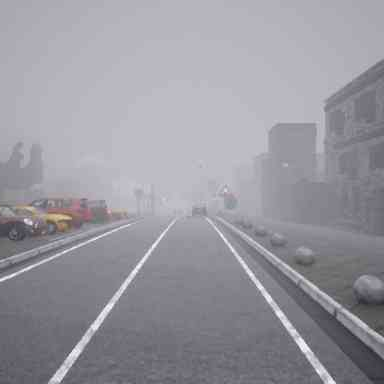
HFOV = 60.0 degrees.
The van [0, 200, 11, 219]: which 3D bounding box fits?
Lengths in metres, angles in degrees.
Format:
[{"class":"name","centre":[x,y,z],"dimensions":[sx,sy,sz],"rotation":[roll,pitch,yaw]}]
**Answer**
[{"class":"van","centre":[-21.704,1.843,34.892],"dimensions":[4.442,1.987,1.878],"rotation":[0,-2,0]}]

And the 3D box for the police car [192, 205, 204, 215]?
[{"class":"police car","centre":[1.030,3.021,55.655],"dimensions":[1.930,1.638,5.238],"rotation":[0,-3,0]}]

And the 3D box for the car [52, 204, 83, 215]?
[{"class":"car","centre":[-21.940,3.081,58.827],"dimensions":[4.553,1.767,2.185],"rotation":[0,-3,0]}]

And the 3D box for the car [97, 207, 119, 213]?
[{"class":"car","centre":[-21.782,4.685,86.393],"dimensions":[4.892,1.521,2.231],"rotation":[0,-3,0]}]

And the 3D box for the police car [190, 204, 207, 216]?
[{"class":"police car","centre":[1.002,2.492,45.660],"dimensions":[1.930,1.638,5.238],"rotation":[0,-3,0]}]

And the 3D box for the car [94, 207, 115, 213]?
[{"class":"car","centre":[-21.799,4.549,83.119],"dimensions":[4.674,1.452,2.002],"rotation":[0,-3,0]}]

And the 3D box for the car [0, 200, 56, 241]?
[{"class":"car","centre":[-9.469,1.397,16.201],"dimensions":[4.553,1.767,2.185],"rotation":[0,-1,-1]}]

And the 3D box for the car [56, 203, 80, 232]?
[{"class":"car","centre":[-9.469,1.593,19.233],"dimensions":[5.008,1.535,2.097],"rotation":[0,-1,-1]}]

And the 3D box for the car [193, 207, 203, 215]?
[{"class":"car","centre":[1.051,3.438,61.537],"dimensions":[1.812,1.442,4.674],"rotation":[0,-3,0]}]

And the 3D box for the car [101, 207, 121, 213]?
[{"class":"car","centre":[-21.779,4.859,89.661],"dimensions":[5.008,1.535,2.097],"rotation":[0,-3,0]}]

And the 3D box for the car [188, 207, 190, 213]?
[{"class":"car","centre":[0.152,4.240,82.053],"dimensions":[2.097,1.767,4.553],"rotation":[0,-3,0]}]

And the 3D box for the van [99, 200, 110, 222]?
[{"class":"van","centre":[-9.641,1.616,28.345],"dimensions":[4.442,1.987,1.878],"rotation":[0,-2,0]}]

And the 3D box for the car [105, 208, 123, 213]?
[{"class":"car","centre":[-21.757,5.068,92.803],"dimensions":[4.674,1.452,2.002],"rotation":[0,-3,0]}]

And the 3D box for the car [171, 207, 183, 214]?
[{"class":"car","centre":[-3.121,4.185,75.958],"dimensions":[2.128,1.511,4.902],"rotation":[0,-3,0]}]

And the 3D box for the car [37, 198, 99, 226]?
[{"class":"car","centre":[-9.519,1.411,22.156],"dimensions":[5.566,2.045,2.435],"rotation":[0,-2,0]}]

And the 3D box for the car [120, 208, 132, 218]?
[{"class":"car","centre":[-9.366,2.043,34.290],"dimensions":[5.366,1.575,1.946],"rotation":[0,-2,0]}]

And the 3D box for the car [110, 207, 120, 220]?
[{"class":"car","centre":[-9.569,1.815,31.377],"dimensions":[4.553,1.767,2.185],"rotation":[0,-2,0]}]
